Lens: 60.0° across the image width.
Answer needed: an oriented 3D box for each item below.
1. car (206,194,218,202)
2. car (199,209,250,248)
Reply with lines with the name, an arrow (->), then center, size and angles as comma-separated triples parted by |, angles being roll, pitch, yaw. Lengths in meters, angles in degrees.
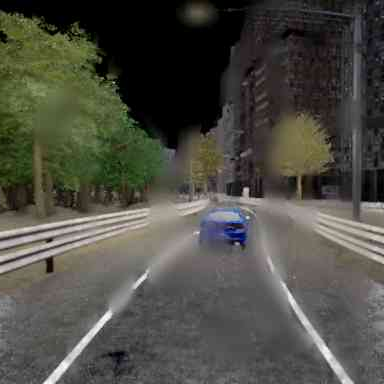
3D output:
car -> 4.277, 1.293, 73.735 | 2.097, 1.767, 4.553 | 0, 0, -9
car -> 1.531, 1.501, 14.899 | 1.882, 1.535, 5.008 | 0, 0, 10
